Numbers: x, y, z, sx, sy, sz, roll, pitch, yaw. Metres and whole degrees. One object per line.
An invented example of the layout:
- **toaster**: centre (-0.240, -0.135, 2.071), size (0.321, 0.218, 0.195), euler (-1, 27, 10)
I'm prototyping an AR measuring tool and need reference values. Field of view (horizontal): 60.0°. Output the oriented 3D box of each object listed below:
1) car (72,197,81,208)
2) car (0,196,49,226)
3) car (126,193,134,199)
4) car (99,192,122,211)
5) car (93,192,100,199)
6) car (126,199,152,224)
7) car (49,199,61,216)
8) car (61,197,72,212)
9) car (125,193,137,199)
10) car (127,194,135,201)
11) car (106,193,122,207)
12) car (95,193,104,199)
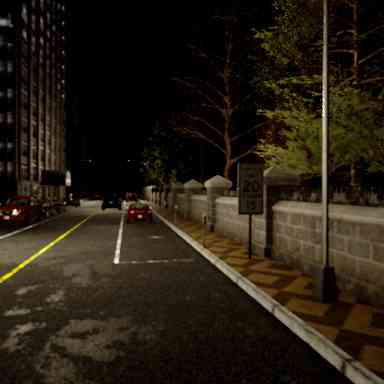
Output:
- **car**: centre (-15.772, 1.294, 43.840), size (1.752, 1.417, 4.829), euler (0, 0, -11)
- **car**: centre (-11.537, 1.196, 22.313), size (2.192, 1.841, 5.009), euler (0, 0, -11)
- **car**: centre (-15.540, 1.020, 83.492), size (1.967, 1.590, 4.097), euler (0, 0, -11)
- **car**: centre (-9.217, 1.174, 38.348), size (2.097, 1.767, 4.553), euler (0, 0, -11)
- **car**: centre (-23.272, 0.869, 81.971), size (2.192, 1.841, 5.009), euler (0, 0, -11)
- **car**: centre (-3.805, 1.452, 23.835), size (1.887, 1.381, 4.507), euler (0, 0, -11)
- **car**: centre (-12.604, 1.404, 27.737), size (2.008, 1.369, 4.403), euler (0, 0, -11)
- **car**: centre (-13.671, 1.376, 33.161), size (2.008, 1.369, 4.403), euler (0, 0, -11)
- **car**: centre (-11.272, 1.019, 61.798), size (2.192, 1.841, 5.009), euler (0, 0, -11)
- **car**: centre (-13.440, 1.168, 72.813), size (1.752, 1.417, 4.829), euler (0, 0, -11)
- **car**: centre (-11.166, 1.121, 47.969), size (2.097, 1.767, 4.553), euler (0, 0, -11)
- **car**: centre (-24.340, 1.087, 87.396), size (1.947, 1.339, 4.313), euler (0, 0, -11)
